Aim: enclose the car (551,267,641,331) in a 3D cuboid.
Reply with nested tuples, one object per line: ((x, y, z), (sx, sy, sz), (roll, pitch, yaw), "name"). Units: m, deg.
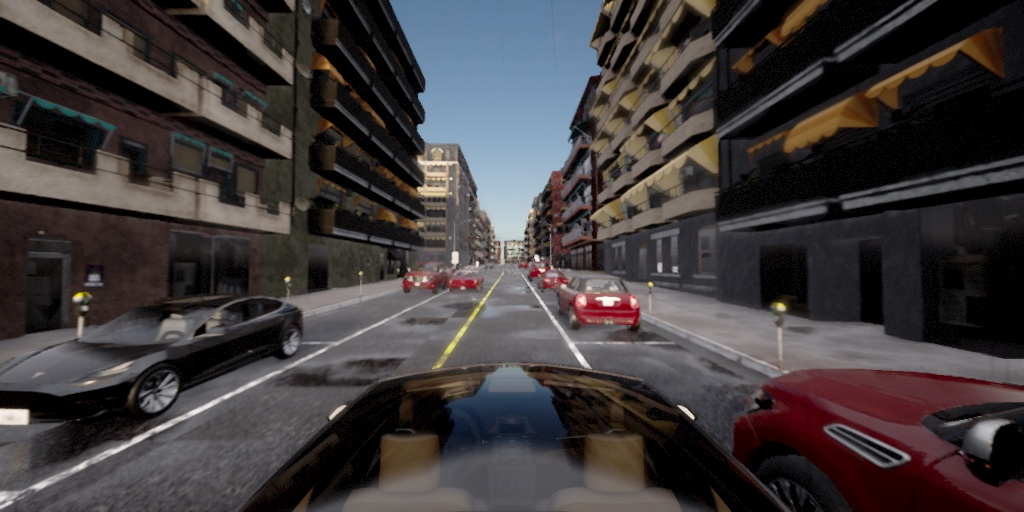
((2.540, 1.293, 11.450), (1.967, 1.591, 4.097), (0, 0, 0), "car")

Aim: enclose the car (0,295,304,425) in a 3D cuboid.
((-5.312, 1.360, 5.985), (1.948, 1.339, 4.313), (0, 0, 0), "car")

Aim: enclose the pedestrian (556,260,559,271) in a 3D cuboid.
((7.048, 1.494, 55.853), (0.375, 1.860, 0.375), (1, -2, 0), "pedestrian")

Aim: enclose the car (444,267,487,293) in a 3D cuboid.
((-2.834, 1.582, 22.941), (1.895, 1.301, 4.718), (0, -1, 0), "car")

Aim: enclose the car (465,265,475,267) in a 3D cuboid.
((-5.285, 1.831, 44.695), (1.802, 1.307, 4.207), (0, 0, 0), "car")

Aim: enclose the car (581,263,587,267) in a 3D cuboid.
((13.787, 1.909, 62.514), (4.403, 1.370, 2.007), (0, 0, 0), "car")

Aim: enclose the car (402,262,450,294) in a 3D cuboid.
((-5.300, 1.292, 22.572), (2.192, 1.841, 5.009), (0, 0, 0), "car")

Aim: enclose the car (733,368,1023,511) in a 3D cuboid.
((2.532, 1.051, 0.388), (2.192, 1.841, 5.009), (0, 0, 0), "car")

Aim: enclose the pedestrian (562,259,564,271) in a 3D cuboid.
((8.048, 1.422, 56.454), (0.375, 1.860, 0.375), (1, -2, 0), "pedestrian")

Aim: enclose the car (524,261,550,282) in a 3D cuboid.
((2.556, 1.423, 33.573), (2.192, 1.841, 5.009), (0, 0, 0), "car")

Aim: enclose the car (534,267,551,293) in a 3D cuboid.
((2.548, 1.559, 22.512), (1.802, 1.307, 4.207), (0, 0, 0), "car")
